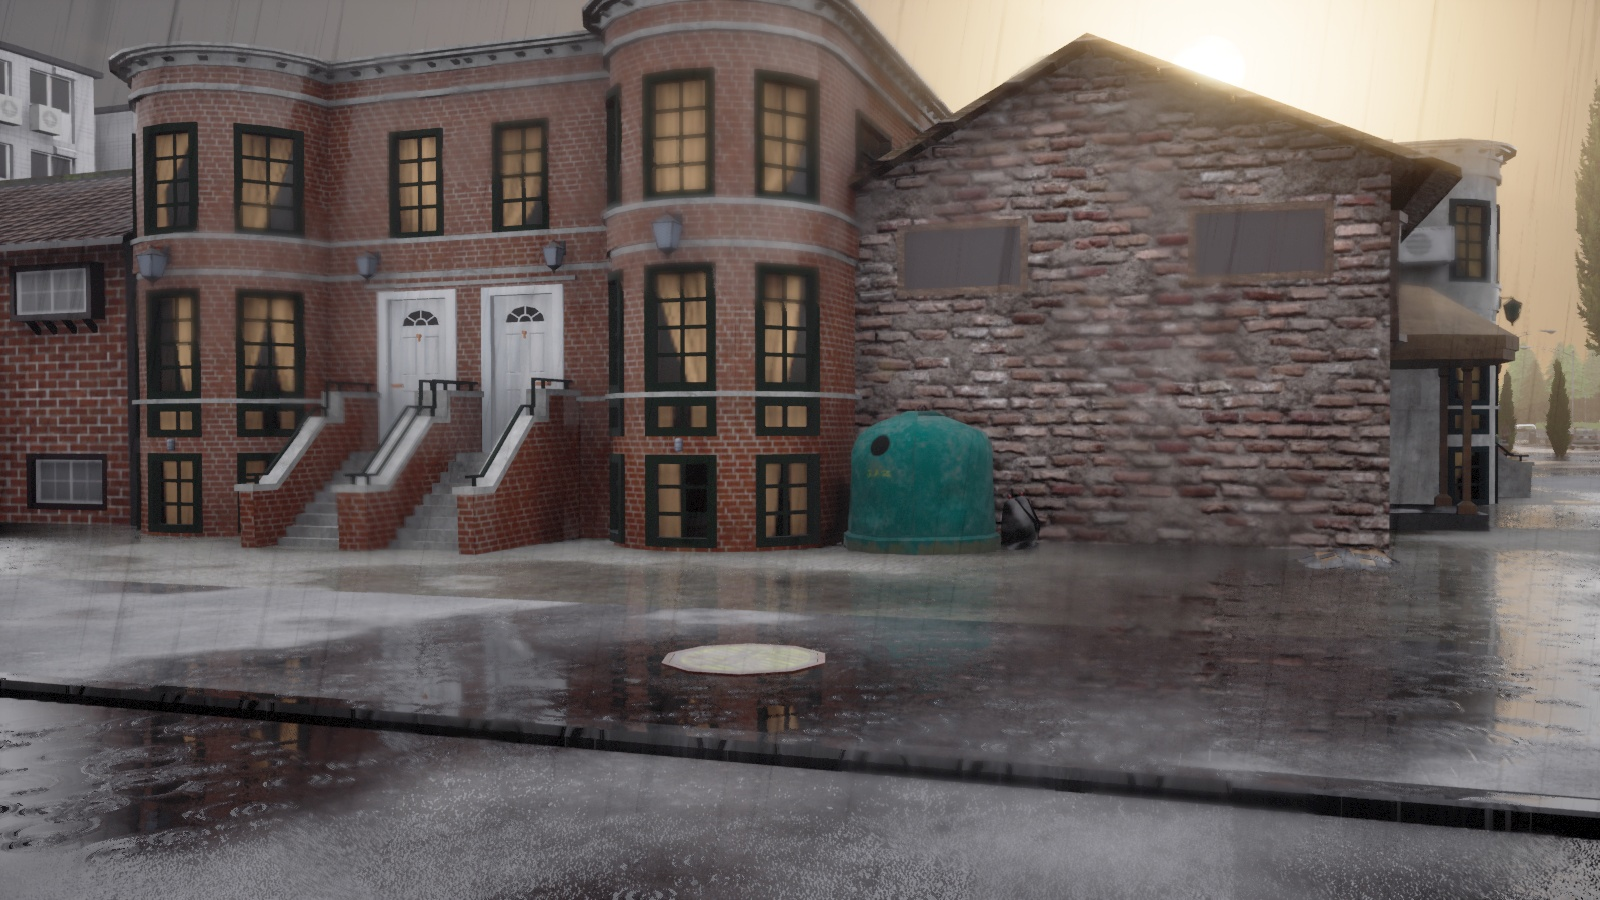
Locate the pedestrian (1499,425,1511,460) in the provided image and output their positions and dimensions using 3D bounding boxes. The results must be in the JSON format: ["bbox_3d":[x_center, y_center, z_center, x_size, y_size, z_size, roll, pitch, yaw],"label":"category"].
[{"bbox_3d":[37.214,-0.385,66.273,0.634,1.846,0.331,-1,1,-39],"label":"pedestrian"}]
